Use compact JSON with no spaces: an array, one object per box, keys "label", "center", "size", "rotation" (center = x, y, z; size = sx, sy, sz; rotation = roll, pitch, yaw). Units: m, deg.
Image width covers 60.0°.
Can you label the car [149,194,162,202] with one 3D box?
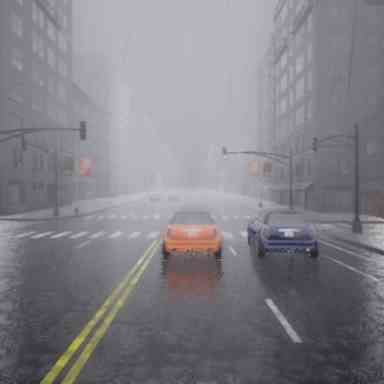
[{"label":"car","center":[-6.533,1.063,60.339],"size":[1.837,1.490,4.892],"rotation":[0,1,1]}]

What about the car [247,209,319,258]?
[{"label":"car","center":[3.446,1.452,13.377],"size":[2.097,1.767,4.553],"rotation":[0,0,4]}]

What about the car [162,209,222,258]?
[{"label":"car","center":[0.020,1.452,13.395],"size":[2.097,1.767,4.553],"rotation":[0,0,0]}]

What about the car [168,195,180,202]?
[{"label":"car","center":[-3.282,1.159,60.349],"size":[1.895,1.301,4.718],"rotation":[0,1,1]}]
